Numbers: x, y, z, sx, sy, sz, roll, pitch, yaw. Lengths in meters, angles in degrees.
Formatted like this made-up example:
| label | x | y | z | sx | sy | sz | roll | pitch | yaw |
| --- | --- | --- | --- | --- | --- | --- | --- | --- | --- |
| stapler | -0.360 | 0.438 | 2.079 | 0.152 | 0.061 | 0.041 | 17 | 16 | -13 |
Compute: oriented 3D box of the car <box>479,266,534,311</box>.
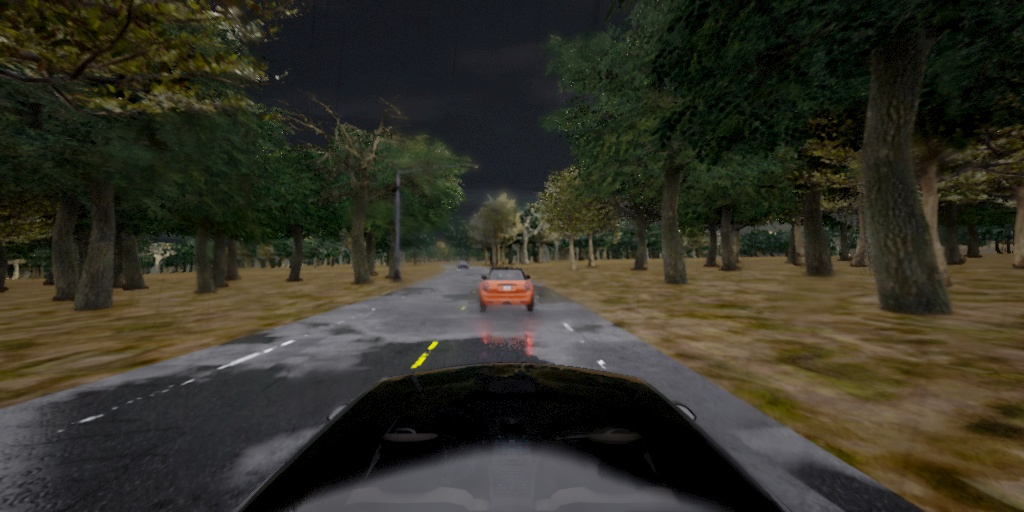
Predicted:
| label | x | y | z | sx | sy | sz | roll | pitch | yaw |
| --- | --- | --- | --- | --- | --- | --- | --- | --- | --- |
| car | -0.248 | 1.233 | 15.413 | 2.097 | 1.767 | 4.553 | 0 | -1 | -2 |
